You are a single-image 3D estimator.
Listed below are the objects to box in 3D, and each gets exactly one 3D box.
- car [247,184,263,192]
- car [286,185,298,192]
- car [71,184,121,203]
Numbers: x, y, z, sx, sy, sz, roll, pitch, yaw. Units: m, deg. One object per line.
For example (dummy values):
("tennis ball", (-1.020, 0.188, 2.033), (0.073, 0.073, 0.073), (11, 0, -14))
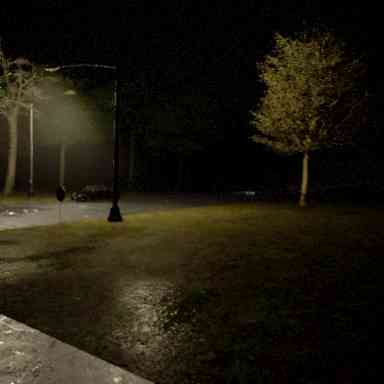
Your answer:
("car", (13.137, -0.829, 69.187), (2.128, 1.511, 4.902), (4, 4, 35))
("car", (21.853, -0.825, 72.679), (1.882, 1.535, 5.008), (4, 4, 28))
("car", (-10.368, 0.159, 36.354), (2.150, 2.045, 5.566), (4, 5, 35))
